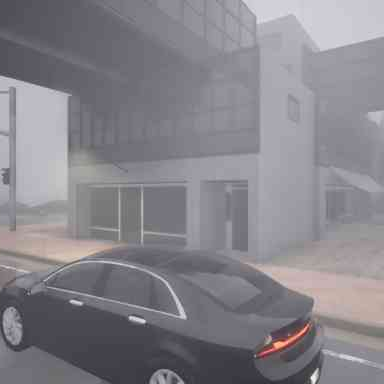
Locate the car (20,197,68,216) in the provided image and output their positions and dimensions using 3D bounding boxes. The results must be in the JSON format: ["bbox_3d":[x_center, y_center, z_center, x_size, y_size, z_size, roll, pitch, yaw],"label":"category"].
[{"bbox_3d":[-14.000,1.505,33.205,1.837,1.490,4.892,0,0,36],"label":"car"}]

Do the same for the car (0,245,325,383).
[{"bbox_3d":[-0.809,1.505,4.569,4.892,1.490,1.837,0,0,36],"label":"car"}]

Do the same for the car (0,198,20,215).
[{"bbox_3d":[-18.377,1.564,33.151,1.994,1.385,4.181,0,0,36],"label":"car"}]

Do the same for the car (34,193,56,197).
[{"bbox_3d":[-31.249,1.153,69.870,4.605,1.855,1.932,0,0,35],"label":"car"}]

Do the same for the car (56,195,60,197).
[{"bbox_3d":[-29.522,1.364,72.196,3.905,1.438,1.784,0,0,35],"label":"car"}]
